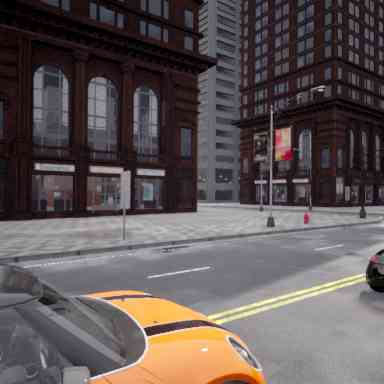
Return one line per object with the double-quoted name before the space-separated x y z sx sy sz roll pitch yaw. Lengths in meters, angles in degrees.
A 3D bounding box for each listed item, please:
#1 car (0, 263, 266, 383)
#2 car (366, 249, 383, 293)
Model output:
"car" -1.550 1.352 2.333 4.553 1.767 2.097 0 0 -36
"car" 5.877 1.574 7.654 4.181 1.385 1.994 0 0 -35
